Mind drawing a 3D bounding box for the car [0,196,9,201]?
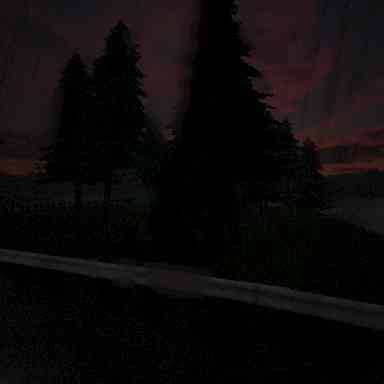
[{"bbox_3d":[-46.987,1.593,81.363,1.895,1.301,4.718,0,0,-3],"label":"car"}]

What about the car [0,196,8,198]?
[{"bbox_3d":[-40.152,1.553,67.957,1.994,1.385,4.181,0,0,9],"label":"car"}]
